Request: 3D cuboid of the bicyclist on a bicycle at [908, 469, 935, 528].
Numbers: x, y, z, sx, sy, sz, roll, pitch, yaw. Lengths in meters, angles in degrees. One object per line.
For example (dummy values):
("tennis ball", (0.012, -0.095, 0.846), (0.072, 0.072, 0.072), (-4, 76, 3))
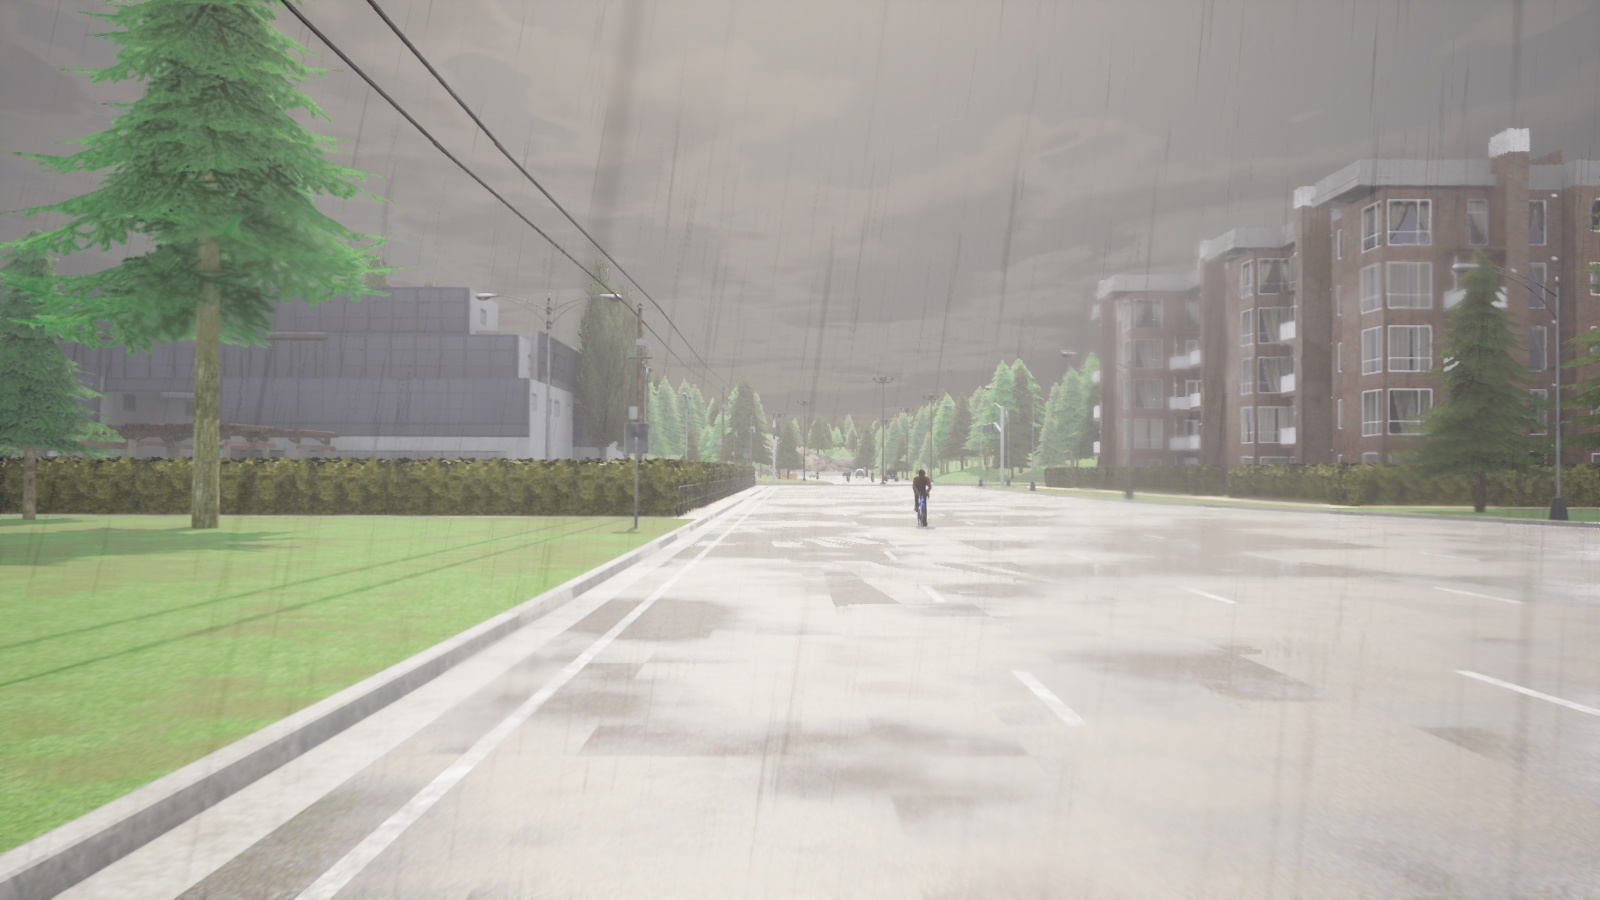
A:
("bicyclist on a bicycle", (3.415, 1.345, 35.291), (0.582, 1.620, 1.656), (0, -1, 0))
